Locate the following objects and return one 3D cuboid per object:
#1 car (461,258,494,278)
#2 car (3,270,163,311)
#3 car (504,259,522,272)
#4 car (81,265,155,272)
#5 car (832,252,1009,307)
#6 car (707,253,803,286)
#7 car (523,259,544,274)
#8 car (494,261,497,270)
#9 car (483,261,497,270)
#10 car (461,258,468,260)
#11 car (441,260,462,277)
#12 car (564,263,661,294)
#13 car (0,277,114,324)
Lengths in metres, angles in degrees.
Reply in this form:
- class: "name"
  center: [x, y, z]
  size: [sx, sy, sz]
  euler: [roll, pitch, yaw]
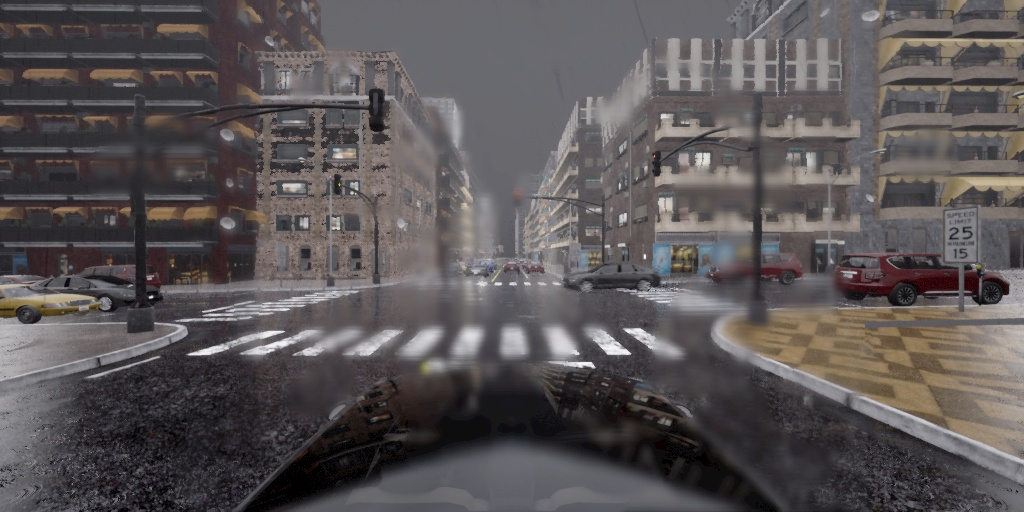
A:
- class: "car"
  center: [-3.172, 1.247, 33.985]
  size: [2.128, 1.511, 4.902]
  euler: [0, 0, 0]
- class: "car"
  center: [-17.898, 1.560, 15.340]
  size: [4.892, 1.490, 1.837]
  euler: [-1, 0, -1]
- class: "car"
  center: [-0.004, 1.286, 46.000]
  size: [1.812, 1.442, 4.674]
  euler: [0, 0, 0]
- class: "car"
  center: [-23.642, 1.462, 21.038]
  size: [5.009, 1.841, 2.192]
  euler: [0, 0, -1]
- class: "car"
  center: [14.685, 0.775, 13.112]
  size: [5.009, 1.841, 2.192]
  euler: [0, 0, -1]
- class: "car"
  center: [14.532, 0.759, 21.490]
  size: [5.009, 1.841, 2.192]
  euler: [0, 0, -1]
- class: "car"
  center: [2.603, 1.198, 40.812]
  size: [1.967, 1.591, 4.097]
  euler: [0, 0, 0]
- class: "car"
  center: [-3.192, 1.237, 43.407]
  size: [1.882, 1.535, 5.008]
  euler: [0, 0, 0]
- class: "car"
  center: [-3.208, 1.365, 53.404]
  size: [1.895, 1.301, 4.718]
  euler: [0, 0, 0]
- class: "car"
  center: [-5.777, 1.283, 40.621]
  size: [1.751, 1.417, 4.829]
  euler: [0, 0, 0]
- class: "car"
  center: [-5.765, 1.322, 35.109]
  size: [1.948, 1.339, 4.313]
  euler: [0, 0, 0]
- class: "car"
  center: [5.194, 1.129, 18.797]
  size: [4.892, 1.490, 1.837]
  euler: [-1, 0, -1]
- class: "car"
  center: [-17.654, 1.585, 12.756]
  size: [4.829, 1.417, 1.751]
  euler: [0, 0, -1]
